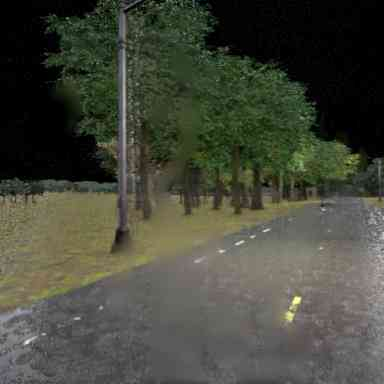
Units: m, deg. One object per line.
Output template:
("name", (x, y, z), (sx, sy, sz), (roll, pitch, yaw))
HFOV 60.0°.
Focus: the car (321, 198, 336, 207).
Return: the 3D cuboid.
("car", (21.160, 1.668, 51.479), (1.994, 1.385, 4.181), (0, 0, 25))
